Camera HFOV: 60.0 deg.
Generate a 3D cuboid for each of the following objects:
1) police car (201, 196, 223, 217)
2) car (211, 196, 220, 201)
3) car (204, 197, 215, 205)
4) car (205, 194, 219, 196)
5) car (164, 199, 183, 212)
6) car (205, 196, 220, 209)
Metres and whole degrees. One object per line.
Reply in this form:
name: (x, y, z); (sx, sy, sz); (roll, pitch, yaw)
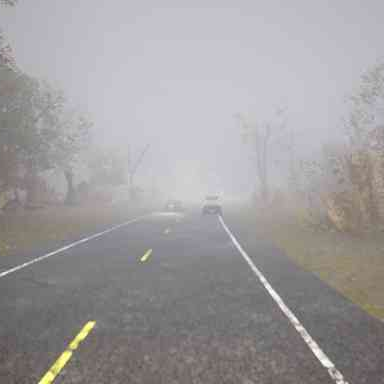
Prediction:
police car: (1.918, 1.465, 31.965); (1.930, 1.638, 5.238); (0, 0, 3)
car: (6.188, 1.698, 87.185); (2.033, 1.411, 5.357); (0, 0, 8)
car: (3.423, 1.658, 64.699); (1.837, 1.490, 4.892); (0, 0, 6)
car: (2.518, 1.288, 41.823); (2.150, 2.045, 5.566); (0, 0, 4)
car: (-2.208, 1.550, 40.272); (2.128, 1.511, 4.902); (0, 0, 4)
car: (2.949, 1.432, 47.721); (2.097, 1.767, 4.553); (0, 0, 4)
